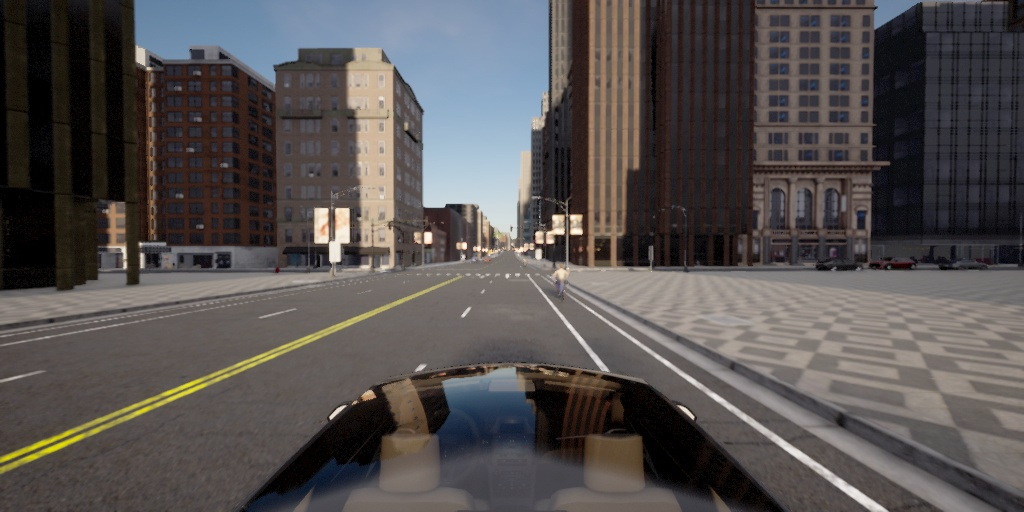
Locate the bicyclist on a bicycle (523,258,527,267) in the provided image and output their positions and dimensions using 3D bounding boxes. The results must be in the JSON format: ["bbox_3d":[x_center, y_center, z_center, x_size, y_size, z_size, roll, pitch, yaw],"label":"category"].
[{"bbox_3d":[2.274,1.191,62.697,0.866,1.612,1.509,0,0,0],"label":"bicyclist on a bicycle"}]

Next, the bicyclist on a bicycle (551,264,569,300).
[{"bbox_3d":[2.258,1.176,16.634,0.866,1.612,1.509,0,0,0],"label":"bicyclist on a bicycle"}]

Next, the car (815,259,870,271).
[{"bbox_3d":[39.150,1.103,42.902,4.892,1.490,1.837,-1,1,0],"label":"car"}]
